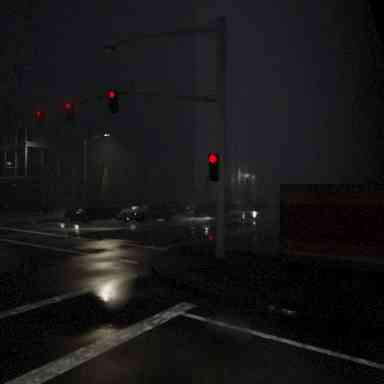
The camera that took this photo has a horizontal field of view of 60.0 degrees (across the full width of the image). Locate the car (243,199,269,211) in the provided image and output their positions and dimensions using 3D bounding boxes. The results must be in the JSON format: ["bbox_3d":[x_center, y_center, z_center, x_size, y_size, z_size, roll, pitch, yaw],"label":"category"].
[{"bbox_3d":[8.120,1.572,41.921,1.812,1.442,4.674,0,0,36],"label":"car"}]

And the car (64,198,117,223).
[{"bbox_3d":[-7.634,1.396,25.952,2.097,1.767,4.553,0,0,36],"label":"car"}]

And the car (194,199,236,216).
[{"bbox_3d":[2.149,1.524,33.603,1.882,1.535,5.008,0,0,35],"label":"car"}]

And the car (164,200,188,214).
[{"bbox_3d":[-2.315,1.549,33.383,1.837,1.490,4.892,0,0,36],"label":"car"}]

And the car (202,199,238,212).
[{"bbox_3d":[3.642,1.592,41.701,2.033,1.411,5.357,0,0,35],"label":"car"}]

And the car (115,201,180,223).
[{"bbox_3d":[-3.369,1.647,25.901,1.895,1.301,4.718,0,0,36],"label":"car"}]
